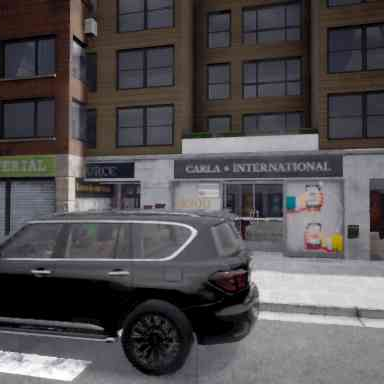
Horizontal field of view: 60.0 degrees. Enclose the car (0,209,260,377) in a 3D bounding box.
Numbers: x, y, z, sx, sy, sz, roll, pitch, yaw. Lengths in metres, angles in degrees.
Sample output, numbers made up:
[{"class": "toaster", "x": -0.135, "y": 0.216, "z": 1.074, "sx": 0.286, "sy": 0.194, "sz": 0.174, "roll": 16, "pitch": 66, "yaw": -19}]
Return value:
[{"class": "car", "x": -1.719, "y": 1.314, "z": 5.500, "sx": 5.566, "sy": 2.045, "sz": 2.150, "roll": 0, "pitch": -1, "yaw": 13}]
